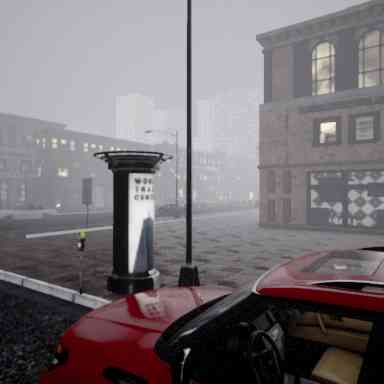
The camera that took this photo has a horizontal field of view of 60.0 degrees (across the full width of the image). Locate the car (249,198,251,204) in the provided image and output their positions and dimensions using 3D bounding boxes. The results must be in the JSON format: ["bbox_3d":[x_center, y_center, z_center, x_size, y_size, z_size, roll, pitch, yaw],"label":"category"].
[{"bbox_3d":[10.640,1.832,64.755,2.008,1.369,4.403,0,-1,35],"label":"car"}]

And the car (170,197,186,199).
[{"bbox_3d":[-1.951,1.712,42.315,1.994,1.385,4.181,0,0,35],"label":"car"}]

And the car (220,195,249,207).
[{"bbox_3d":[7.115,1.199,55.053,2.097,1.767,4.553,0,0,35],"label":"car"}]

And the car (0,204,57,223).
[{"bbox_3d":[-13.268,1.659,26.226,1.895,1.301,4.718,0,0,35],"label":"car"}]

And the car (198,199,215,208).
[{"bbox_3d":[1.108,1.743,51.192,2.008,1.369,4.403,0,0,35],"label":"car"}]

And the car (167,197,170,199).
[{"bbox_3d":[-5.344,1.661,42.010,1.752,1.417,4.829,0,0,35],"label":"car"}]

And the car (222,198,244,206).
[{"bbox_3d":[7.463,1.802,60.234,2.008,1.369,4.403,0,0,35],"label":"car"}]

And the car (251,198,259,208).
[{"bbox_3d":[11.142,1.667,50.895,1.967,1.590,4.097,0,-1,35],"label":"car"}]

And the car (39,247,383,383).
[{"bbox_3d":[1.157,1.315,2.050,5.009,1.841,2.192,0,0,36],"label":"car"}]

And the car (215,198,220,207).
[{"bbox_3d":[4.188,1.746,55.574,1.752,1.417,4.829,0,0,35],"label":"car"}]

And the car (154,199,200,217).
[{"bbox_3d":[-1.523,1.660,32.781,1.887,1.381,4.507,0,0,35],"label":"car"}]

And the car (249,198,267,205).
[{"bbox_3d":[13.818,1.863,69.277,2.008,1.369,4.403,0,-1,35],"label":"car"}]
